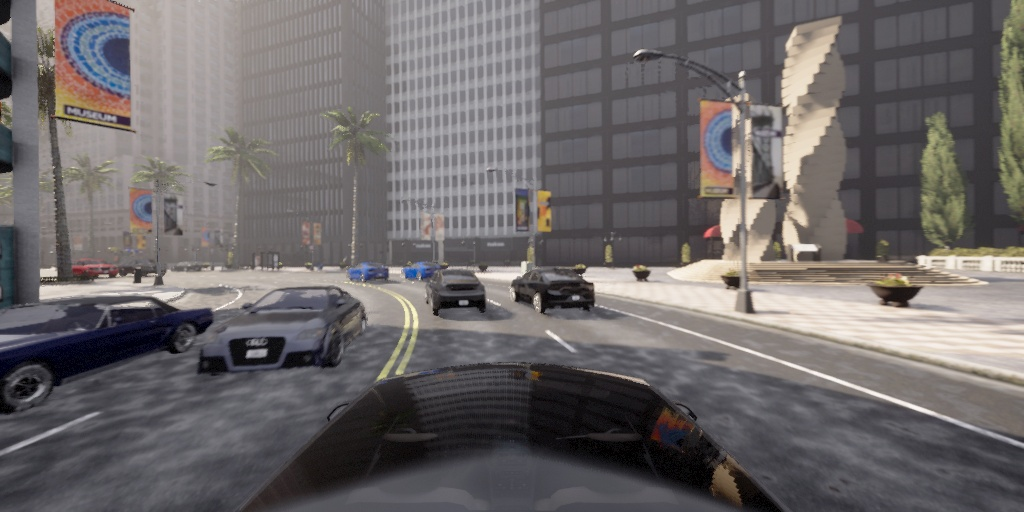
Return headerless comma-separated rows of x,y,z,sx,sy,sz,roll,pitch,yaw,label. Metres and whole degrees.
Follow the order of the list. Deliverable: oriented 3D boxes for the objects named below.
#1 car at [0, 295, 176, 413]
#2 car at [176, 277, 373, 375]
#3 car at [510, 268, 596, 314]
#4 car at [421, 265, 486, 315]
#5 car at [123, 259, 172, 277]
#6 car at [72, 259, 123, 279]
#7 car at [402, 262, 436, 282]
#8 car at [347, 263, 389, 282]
-7.580,1.417,6.123,1.895,1.301,4.718,-1,0,-10,car
-4.427,1.347,7.595,1.994,1.385,4.181,0,0,-12,car
1.355,1.195,13.864,1.882,1.535,5.008,0,0,-16,car
-2.299,1.258,13.844,1.837,1.490,4.892,0,0,-18,car
-42.073,1.321,40.822,5.566,2.045,2.150,-1,0,20,car
-44.562,1.347,37.989,5.566,2.045,2.150,-1,0,19,car
-7.432,1.255,29.630,1.882,1.535,5.008,0,0,-40,car
-11.819,1.298,29.322,1.882,1.535,5.008,0,0,-43,car
